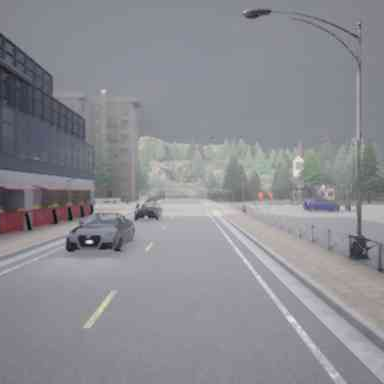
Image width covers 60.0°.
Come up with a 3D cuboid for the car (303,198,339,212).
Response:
[{"bbox_3d":[13.875,1.381,35.697,3.633,1.501,1.845,0,0,0],"label":"car"}]

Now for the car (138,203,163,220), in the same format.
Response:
[{"bbox_3d":[-3.508,1.628,27.635,1.895,1.301,4.718,0,0,0],"label":"car"}]

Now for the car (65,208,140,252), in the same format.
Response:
[{"bbox_3d":[-3.578,1.562,13.656,1.994,1.385,4.181,0,0,1],"label":"car"}]
